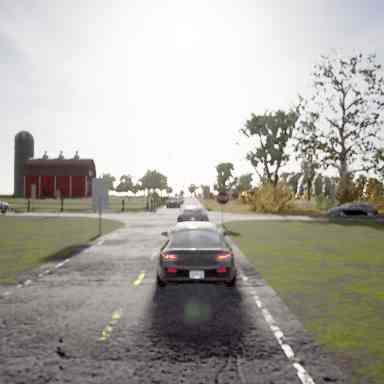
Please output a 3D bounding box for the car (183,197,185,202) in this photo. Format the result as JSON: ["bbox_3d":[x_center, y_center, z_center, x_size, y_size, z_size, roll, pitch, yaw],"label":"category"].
[{"bbox_3d":[-2.728,1.715,67.311,1.837,1.490,4.892,0,0,0],"label":"car"}]

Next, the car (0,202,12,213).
[{"bbox_3d":[-19.441,1.153,31.219,4.553,1.767,2.097,1,-1,0],"label":"car"}]

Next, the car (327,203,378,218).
[{"bbox_3d":[16.574,1.874,34.390,4.902,1.511,2.128,1,-1,0],"label":"car"}]

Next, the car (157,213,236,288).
[{"bbox_3d":[0.104,1.548,9.203,1.812,1.442,4.674,0,0,0],"label":"car"}]

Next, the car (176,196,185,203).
[{"bbox_3d":[-2.720,1.797,80.632,2.033,1.411,5.357,0,0,0],"label":"car"}]

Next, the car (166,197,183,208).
[{"bbox_3d":[-2.818,1.500,50.487,2.097,1.767,4.553,0,0,0],"label":"car"}]

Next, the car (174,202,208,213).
[{"bbox_3d":[0.097,1.621,22.226,1.994,1.385,4.181,0,0,2],"label":"car"}]
